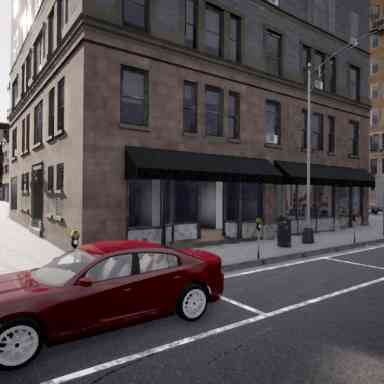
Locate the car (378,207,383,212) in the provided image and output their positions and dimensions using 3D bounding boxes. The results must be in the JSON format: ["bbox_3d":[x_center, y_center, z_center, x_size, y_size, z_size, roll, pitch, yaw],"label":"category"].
[{"bbox_3d":[16.400,1.370,33.254,1.837,1.490,4.892,1,0,-35],"label":"car"}]

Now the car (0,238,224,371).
[{"bbox_3d":[-1.490,1.545,5.690,4.507,1.381,1.887,0,1,-35],"label":"car"}]

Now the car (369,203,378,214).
[{"bbox_3d":[14.143,1.363,30.824,1.812,1.442,4.674,1,0,-33],"label":"car"}]
